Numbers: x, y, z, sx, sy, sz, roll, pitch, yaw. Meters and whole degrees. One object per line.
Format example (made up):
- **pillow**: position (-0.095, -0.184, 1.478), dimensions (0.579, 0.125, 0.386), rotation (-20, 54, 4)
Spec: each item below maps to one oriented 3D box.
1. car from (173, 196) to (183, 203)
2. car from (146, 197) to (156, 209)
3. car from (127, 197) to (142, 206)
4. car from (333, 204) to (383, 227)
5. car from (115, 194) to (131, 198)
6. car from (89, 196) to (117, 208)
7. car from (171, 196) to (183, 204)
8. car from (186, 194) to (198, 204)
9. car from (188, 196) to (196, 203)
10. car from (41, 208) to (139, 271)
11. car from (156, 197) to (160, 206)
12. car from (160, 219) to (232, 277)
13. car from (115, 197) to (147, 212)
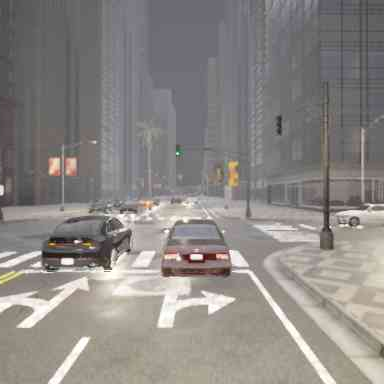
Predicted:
- **car**: position (-3.230, 1.746, 76.964), dimensions (1.994, 1.385, 4.181), rotation (0, 0, 0)
- **car**: position (-6.558, 1.426, 45.749), dimensions (2.097, 1.767, 4.553), rotation (0, 0, 0)
- **car**: position (-9.735, 1.638, 56.722), dimensions (1.812, 1.442, 4.674), rotation (0, 0, 0)
- **car**: position (11.641, 1.485, 21.568), dimensions (4.674, 1.442, 1.812), rotation (0, 0, -1)
- **car**: position (-9.805, 1.298, 46.374), dimensions (2.150, 2.045, 5.566), rotation (0, 0, 0)
- **car**: position (-9.865, 1.553, 36.355), dimensions (1.837, 1.490, 4.892), rotation (0, 0, -2)
- **car**: position (-3.232, 1.629, 66.480), dimensions (1.882, 1.535, 5.008), rotation (0, 0, 0)
- **car**: position (0.018, 1.372, 66.266), dimensions (2.150, 2.045, 5.566), rotation (0, 0, 0)
- **car**: position (0.020, 1.671, 76.845), dimensions (1.882, 1.535, 5.008), rotation (0, 0, 0)
- **car**: position (-3.147, 1.498, 10.833), dimensions (1.837, 1.490, 4.892), rotation (0, 0, 0)
- **car**: position (-6.485, 1.601, 55.827), dimensions (2.128, 1.511, 4.902), rotation (0, 0, 0)
- **car**: position (0.102, 1.543, 10.177), dimensions (2.033, 1.411, 5.357), rotation (0, 0, 0)
- **car**: position (-6.585, 1.596, 36.468), dimensions (2.033, 1.411, 5.357), rotation (0, 0, 0)
